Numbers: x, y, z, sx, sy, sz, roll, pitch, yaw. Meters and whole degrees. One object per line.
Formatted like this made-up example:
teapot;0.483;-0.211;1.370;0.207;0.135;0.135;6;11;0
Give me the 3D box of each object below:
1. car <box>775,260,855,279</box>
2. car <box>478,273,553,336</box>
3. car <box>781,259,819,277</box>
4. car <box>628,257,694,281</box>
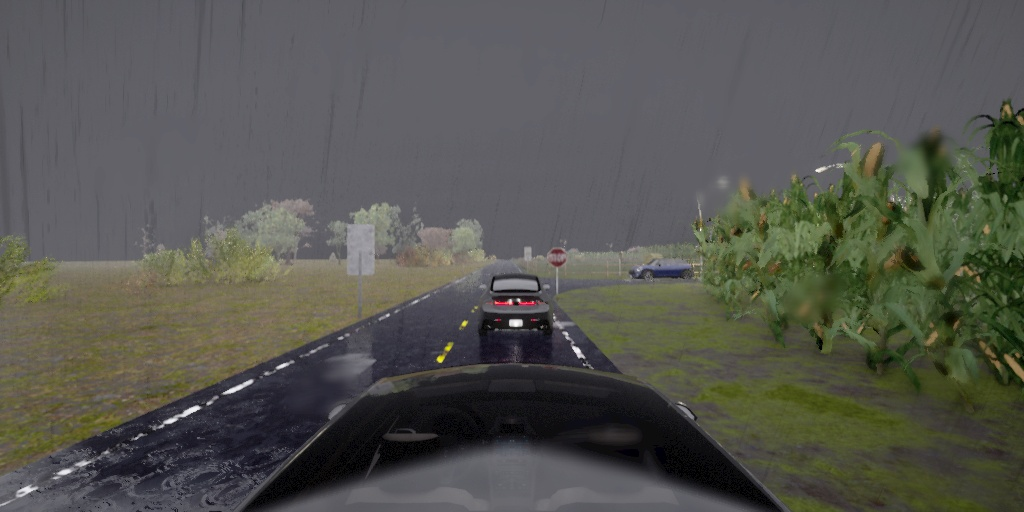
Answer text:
car;23.392;1.021;27.821;4.674;1.442;1.812;0;-1;-1
car;0.086;1.241;10.391;1.837;1.490;4.892;0;0;0
car;20.209;0.977;24.817;4.902;1.511;2.128;-1;-1;-1
car;11.347;0.963;27.564;4.553;1.767;2.097;-1;-1;-3
